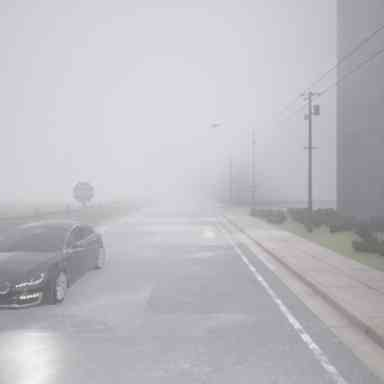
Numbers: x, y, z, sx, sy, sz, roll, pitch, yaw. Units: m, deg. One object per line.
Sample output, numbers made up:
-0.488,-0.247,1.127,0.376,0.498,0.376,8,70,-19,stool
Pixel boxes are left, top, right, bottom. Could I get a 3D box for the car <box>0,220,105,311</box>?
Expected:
-3.504,1.508,8.089,1.837,1.490,4.892,0,1,0,car
